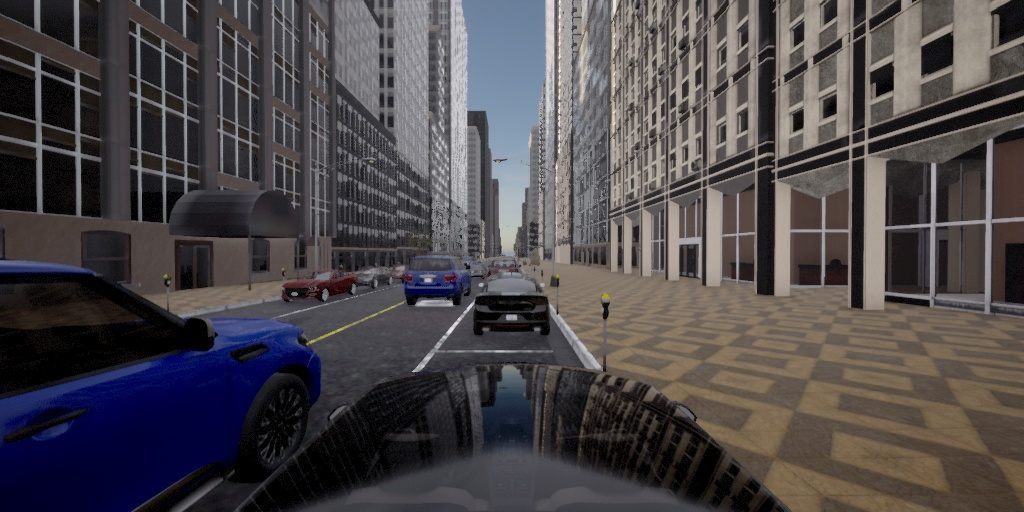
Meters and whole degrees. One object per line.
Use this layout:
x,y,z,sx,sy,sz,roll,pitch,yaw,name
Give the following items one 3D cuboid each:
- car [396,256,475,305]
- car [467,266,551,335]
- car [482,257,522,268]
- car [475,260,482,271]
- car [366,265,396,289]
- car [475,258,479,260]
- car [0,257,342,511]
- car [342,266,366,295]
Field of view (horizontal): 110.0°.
-3.146,1.006,16.126,2.150,2.045,5.566,0,0,0,car
-0.006,1.225,10.502,1.882,1.535,5.008,0,0,0,car
-0.457,1.060,22.523,2.192,1.841,5.009,0,0,0,car
-3.146,1.308,31.097,2.033,1.411,5.357,0,0,0,car
-8.838,1.296,22.523,2.007,1.370,4.403,0,0,0,car
-6.146,1.068,49.068,2.150,2.045,5.566,0,0,0,car
-3.146,0.966,1.529,2.150,2.045,5.566,0,0,0,car
-8.837,1.292,16.839,1.888,1.381,4.507,0,0,0,car
